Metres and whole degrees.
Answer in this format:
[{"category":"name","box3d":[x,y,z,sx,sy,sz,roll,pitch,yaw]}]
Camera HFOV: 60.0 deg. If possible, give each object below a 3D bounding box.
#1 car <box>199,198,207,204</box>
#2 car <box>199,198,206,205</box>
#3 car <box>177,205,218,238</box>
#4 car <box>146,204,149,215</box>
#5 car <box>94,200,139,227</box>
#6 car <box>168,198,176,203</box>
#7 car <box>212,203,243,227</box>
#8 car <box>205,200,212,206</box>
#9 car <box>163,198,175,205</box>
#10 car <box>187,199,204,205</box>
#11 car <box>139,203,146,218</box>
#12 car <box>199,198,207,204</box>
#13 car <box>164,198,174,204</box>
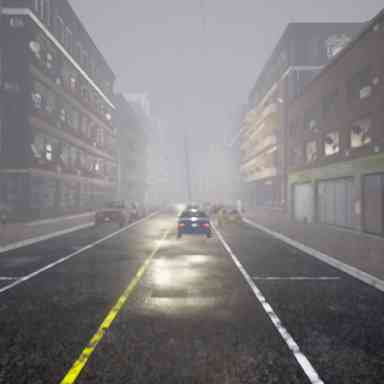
[{"category":"car","box3d":[2.747,2.308,86.686,1.947,1.339,4.313,0,0,0]},{"category":"car","box3d":[2.730,2.055,58.506,2.008,1.369,4.403,0,0,0]},{"category":"car","box3d":[0.112,1.713,18.947,2.033,1.411,5.357,0,-1,0]},{"category":"car","box3d":[-5.665,1.857,35.972,1.887,1.381,4.507,0,0,0]},{"category":"car","box3d":[-5.672,1.531,24.701,2.192,1.841,5.009,0,0,0]},{"category":"car","box3d":[-5.630,2.335,92.332,1.887,1.381,4.507,0,0,0]},{"category":"car","box3d":[2.708,1.741,24.860,1.752,1.417,4.829,0,0,0]},{"category":"car","box3d":[2.715,1.856,35.962,1.887,1.381,4.507,0,0,0]},{"category":"car","box3d":[-5.640,2.199,75.423,2.008,1.369,4.403,0,0,0]},{"category":"car","box3d":[0.128,1.903,41.101,2.033,1.411,5.357,0,-1,0]},{"category":"car","box3d":[-5.669,1.704,30.336,1.967,1.590,4.097,0,0,0]},{"category":"car","box3d":[2.744,2.221,81.220,1.752,1.417,4.829,0,0,0]},{"category":"car","box3d":[-5.637,2.246,81.060,2.008,1.369,4.403,0,0,0]}]
